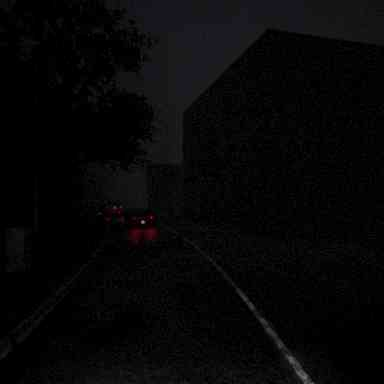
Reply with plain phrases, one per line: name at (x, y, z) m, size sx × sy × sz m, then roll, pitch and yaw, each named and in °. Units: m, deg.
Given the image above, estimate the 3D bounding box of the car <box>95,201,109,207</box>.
car at (-24.851, 3.176, 91.626) m, size 2.163 × 1.488 × 4.792 m, roll 5°, pitch -4°, yaw -35°

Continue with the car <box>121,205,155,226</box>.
car at (-4.247, 1.953, 26.537) m, size 1.895 × 1.301 × 4.718 m, roll 0°, pitch -1°, yaw -17°

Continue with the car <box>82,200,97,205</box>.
car at (-27.083, 2.966, 89.975) m, size 2.163 × 1.488 × 4.792 m, roll 5°, pitch -4°, yaw -35°

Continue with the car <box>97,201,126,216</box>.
car at (-9.834, 1.916, 40.495) m, size 2.097 × 1.767 × 4.553 m, roll 0°, pitch -1°, yaw -24°
